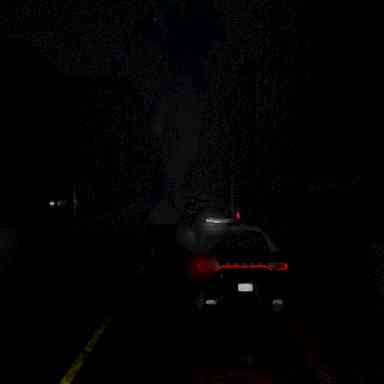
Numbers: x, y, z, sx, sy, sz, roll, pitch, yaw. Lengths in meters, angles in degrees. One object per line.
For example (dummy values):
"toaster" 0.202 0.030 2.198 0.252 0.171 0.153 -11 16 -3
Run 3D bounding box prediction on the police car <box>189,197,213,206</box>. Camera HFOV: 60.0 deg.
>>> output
"police car" 0.952 1.422 24.262 1.930 1.638 5.238 0 0 0

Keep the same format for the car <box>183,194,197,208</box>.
"car" 0.140 1.345 47.927 2.097 1.767 4.553 0 0 1

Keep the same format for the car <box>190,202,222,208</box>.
"car" 0.939 1.503 18.152 1.837 1.490 4.892 0 0 0

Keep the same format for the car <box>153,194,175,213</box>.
"car" -3.010 1.216 36.668 2.150 2.045 5.566 0 0 0

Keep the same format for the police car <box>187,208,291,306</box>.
"police car" 0.917 1.425 8.262 1.930 1.638 5.238 0 0 0
